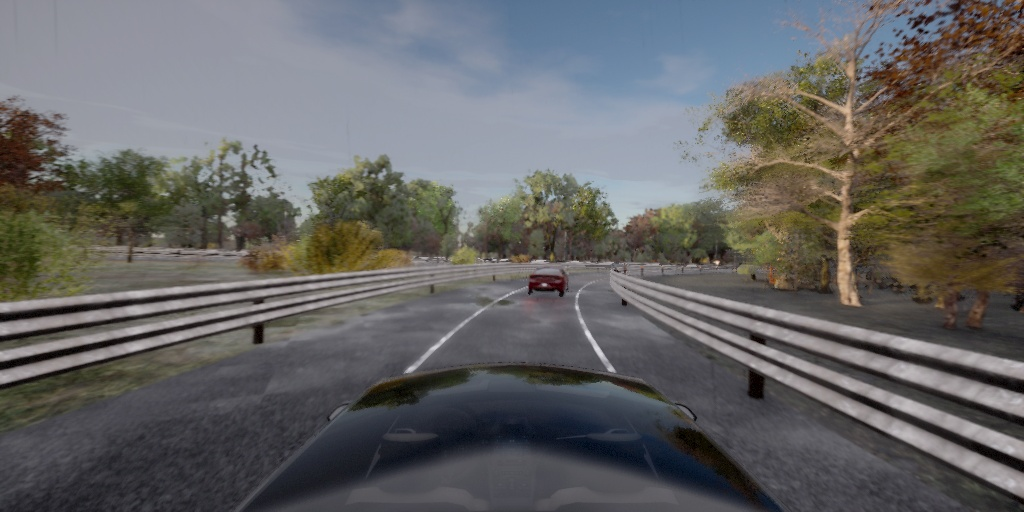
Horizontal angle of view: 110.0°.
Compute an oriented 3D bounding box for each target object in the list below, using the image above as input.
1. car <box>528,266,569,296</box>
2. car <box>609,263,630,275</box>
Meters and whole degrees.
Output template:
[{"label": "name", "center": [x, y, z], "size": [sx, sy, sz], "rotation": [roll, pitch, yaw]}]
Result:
[{"label": "car", "center": [2.169, 1.315, 20.380], "size": [1.882, 1.535, 5.008], "rotation": [1, 0, 13]}, {"label": "car", "center": [14.732, 1.784, 49.004], "size": [1.837, 1.490, 4.892], "rotation": [1, -1, 35]}]
